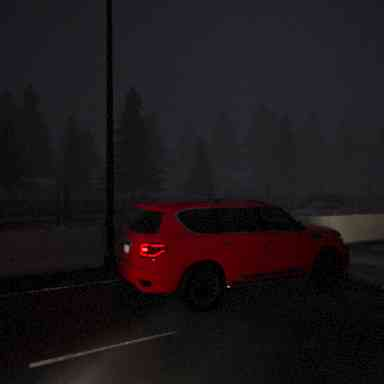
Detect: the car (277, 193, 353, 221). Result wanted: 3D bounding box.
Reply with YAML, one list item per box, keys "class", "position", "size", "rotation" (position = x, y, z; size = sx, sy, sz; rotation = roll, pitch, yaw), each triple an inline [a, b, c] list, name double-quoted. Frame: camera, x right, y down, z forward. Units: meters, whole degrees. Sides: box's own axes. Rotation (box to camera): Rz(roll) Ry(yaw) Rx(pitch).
- class: "car"
  position: [9.859, 1.105, 26.687]
  size: [5.566, 2.045, 2.150]
  rotation: [0, 0, -18]

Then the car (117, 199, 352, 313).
- class: "car"
  position: [1.098, 1.194, 7.740]
  size: [5.566, 2.045, 2.150]
  rotation: [0, 0, -27]

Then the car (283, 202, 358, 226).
- class: "car"
  position: [8.667, 1.426, 22.535]
  size: [4.674, 1.442, 1.812]
  rotation: [0, 0, -19]
